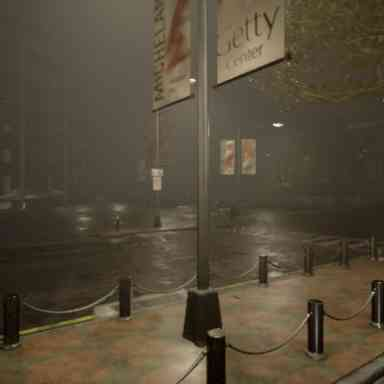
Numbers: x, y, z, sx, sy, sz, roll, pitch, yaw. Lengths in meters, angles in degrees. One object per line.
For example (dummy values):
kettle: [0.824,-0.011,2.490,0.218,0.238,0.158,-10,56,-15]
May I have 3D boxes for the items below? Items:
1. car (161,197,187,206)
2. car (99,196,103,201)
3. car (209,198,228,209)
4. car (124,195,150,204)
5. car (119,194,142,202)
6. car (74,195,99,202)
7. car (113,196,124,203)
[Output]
car: [-3.034,1.537,54.531,2.033,1.411,5.357,0,0,-38]
car: [-22.955,1.456,77.264,4.674,1.442,1.812,0,0,12]
car: [3.114,1.554,46.066,1.994,1.385,4.181,0,0,-35]
car: [-9.987,1.468,62.401,5.008,1.535,1.882,0,0,41]
car: [-13.560,1.344,73.556,4.553,1.767,2.097,0,0,26]
car: [-23.914,1.466,73.898,4.674,1.442,1.812,0,0,12]
car: [-14.379,1.516,70.044,4.902,1.511,2.128,0,0,30]
